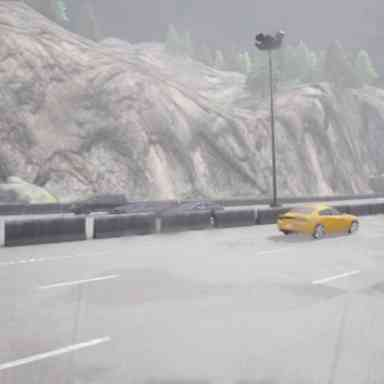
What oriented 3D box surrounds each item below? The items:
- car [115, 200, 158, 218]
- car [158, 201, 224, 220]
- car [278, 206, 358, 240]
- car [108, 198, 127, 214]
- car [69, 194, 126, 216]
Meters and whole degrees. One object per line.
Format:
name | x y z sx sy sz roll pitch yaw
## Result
car | -3.710 1.538 27.078 4.181 1.385 1.994 0 0 -35
car | 0.254 1.459 25.577 4.902 1.511 2.128 0 0 -35
car | 6.538 1.441 17.014 5.008 1.535 1.882 0 0 -36
car | -4.560 1.518 30.751 5.357 1.411 2.033 0 0 -35
car | -8.839 1.202 32.029 5.566 2.045 2.150 0 0 -35
